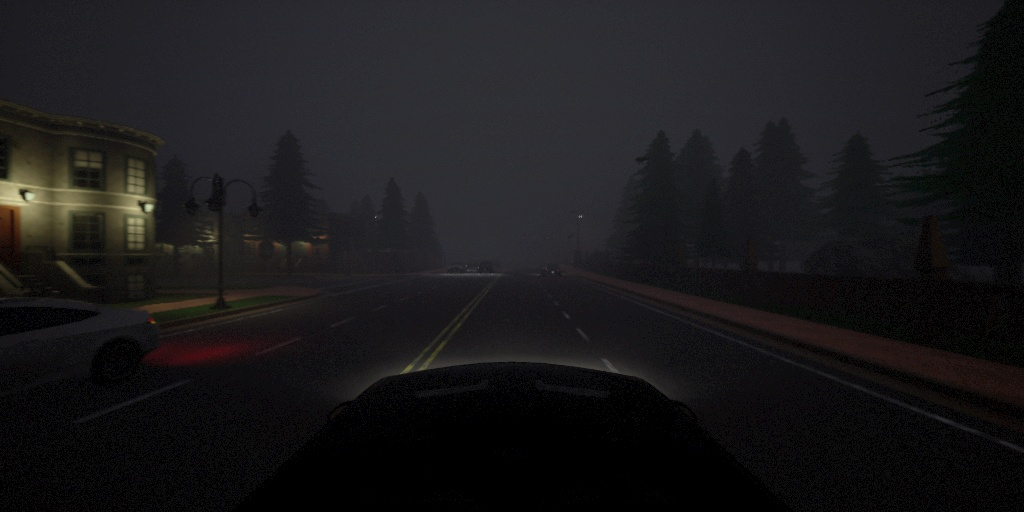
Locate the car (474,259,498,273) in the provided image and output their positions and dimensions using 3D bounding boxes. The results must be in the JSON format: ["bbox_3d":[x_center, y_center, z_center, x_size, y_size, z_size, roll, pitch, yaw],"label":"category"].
[{"bbox_3d":[-3.123,1.329,43.969,1.837,1.490,4.892,0,0,1],"label":"car"}]

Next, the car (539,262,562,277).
[{"bbox_3d":[3.943,1.336,36.728,1.812,1.442,4.674,0,0,0],"label":"car"}]

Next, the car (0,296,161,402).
[{"bbox_3d":[-7.059,1.282,4.343,1.812,1.442,4.674,0,0,1],"label":"car"}]

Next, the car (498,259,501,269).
[{"bbox_3d":[-2.892,1.250,60.348,1.882,1.535,5.008,0,0,1],"label":"car"}]

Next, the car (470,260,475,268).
[{"bbox_3d":[-6.392,1.368,60.355,1.895,1.301,4.718,0,0,1],"label":"car"}]

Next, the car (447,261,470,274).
[{"bbox_3d":[-6.623,1.351,43.874,1.812,1.442,4.674,0,0,1],"label":"car"}]
